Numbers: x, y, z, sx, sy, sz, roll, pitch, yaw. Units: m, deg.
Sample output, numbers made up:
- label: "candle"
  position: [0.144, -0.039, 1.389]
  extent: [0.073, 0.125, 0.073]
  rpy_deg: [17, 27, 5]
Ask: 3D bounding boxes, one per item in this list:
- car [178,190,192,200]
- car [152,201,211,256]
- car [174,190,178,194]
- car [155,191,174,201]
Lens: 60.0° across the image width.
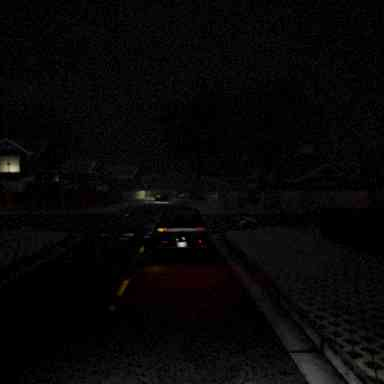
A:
- label: "car"
  position: [-1.022, 0.748, 64.251]
  extent: [1.812, 1.442, 4.674]
  rpy_deg: [0, 0, 7]
- label: "car"
  position: [-0.427, 1.318, 12.319]
  extent: [2.128, 1.511, 4.902]
  rpy_deg: [0, 1, -3]
- label: "car"
  position: [-3.192, 0.273, 69.793]
  extent: [1.812, 1.442, 4.674]
  rpy_deg: [0, 1, 8]
- label: "car"
  position: [-4.750, 0.873, 54.508]
  extent: [2.033, 1.411, 5.357]
  rpy_deg: [0, 1, 4]
